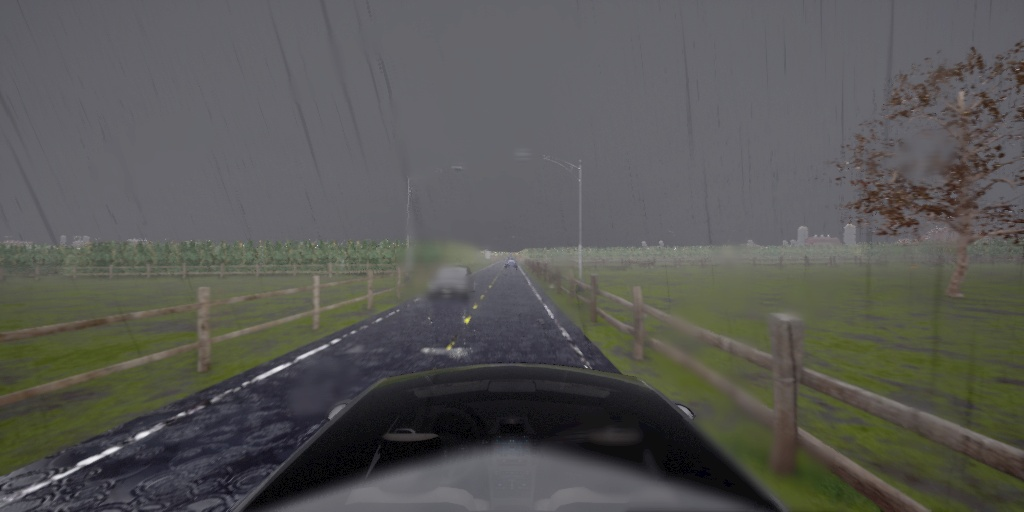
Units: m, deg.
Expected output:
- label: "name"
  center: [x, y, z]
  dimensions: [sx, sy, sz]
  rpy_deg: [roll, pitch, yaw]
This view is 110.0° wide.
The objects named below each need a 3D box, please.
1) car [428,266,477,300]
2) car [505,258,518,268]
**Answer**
- label: "car"
  center: [-2.777, 1.278, 17.652]
  dimensions: [1.837, 1.490, 4.892]
  rpy_deg: [0, 0, 0]
- label: "car"
  center: [-0.094, 1.221, 57.028]
  dimensions: [1.812, 1.442, 4.674]
  rpy_deg: [0, 0, 0]
